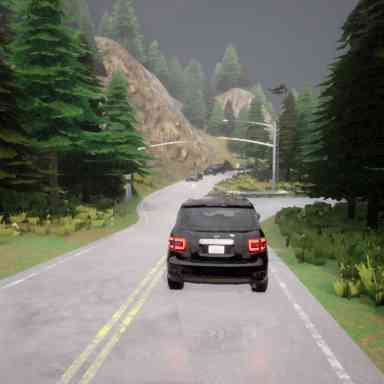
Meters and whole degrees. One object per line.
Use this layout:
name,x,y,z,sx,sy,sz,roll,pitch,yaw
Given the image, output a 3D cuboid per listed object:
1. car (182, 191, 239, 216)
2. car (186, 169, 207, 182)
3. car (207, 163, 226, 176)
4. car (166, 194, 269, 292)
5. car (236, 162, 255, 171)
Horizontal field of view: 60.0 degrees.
car,1.721,0.888,28.375,2.033,1.411,5.357,0,6,39
car,0.428,-2.530,55.249,1.994,1.385,4.181,2,10,19
car,4.450,-4.336,63.780,2.150,2.045,5.566,4,10,36
car,0.705,1.173,8.993,2.150,2.045,5.566,0,0,5
car,11.487,-5.593,70.931,4.553,1.767,2.097,-9,9,-36
